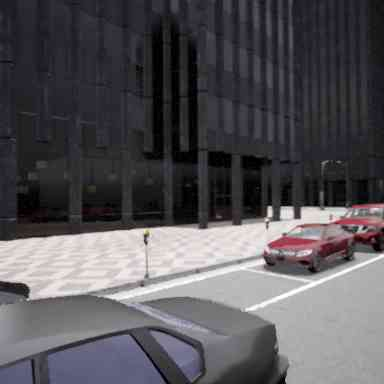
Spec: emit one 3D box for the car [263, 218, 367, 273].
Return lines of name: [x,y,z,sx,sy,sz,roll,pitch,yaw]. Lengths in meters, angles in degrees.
car: [4.116,1.735,11.268,4.206,1.307,1.802,0,-1,-44]

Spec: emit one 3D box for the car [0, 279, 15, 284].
car: [-3.956,1.662,3.451,4.313,1.339,1.947,0,-1,-44]

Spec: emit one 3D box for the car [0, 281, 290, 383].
car: [-1.394,1.602,2.227,5.357,1.411,2.033,0,-1,-44]

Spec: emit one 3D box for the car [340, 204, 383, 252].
car: [8.150,1.497,15.180,5.009,1.841,2.192,0,-1,-44]
